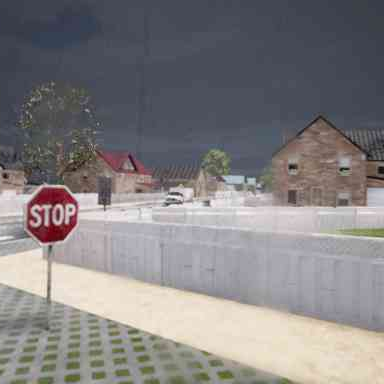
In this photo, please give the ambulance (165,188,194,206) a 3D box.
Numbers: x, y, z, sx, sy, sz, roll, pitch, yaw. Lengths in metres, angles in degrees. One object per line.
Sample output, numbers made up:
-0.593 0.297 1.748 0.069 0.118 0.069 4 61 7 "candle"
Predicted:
-1.758 0.667 47.073 2.351 2.431 6.366 2 1 18 "ambulance"
